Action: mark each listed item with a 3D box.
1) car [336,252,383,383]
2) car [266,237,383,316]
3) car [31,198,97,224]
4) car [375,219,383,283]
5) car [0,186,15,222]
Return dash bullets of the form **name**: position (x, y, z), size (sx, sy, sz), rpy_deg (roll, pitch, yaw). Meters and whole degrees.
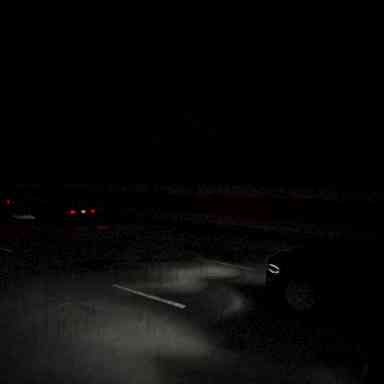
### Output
- **car**: position (3.524, 1.551, 1.563), size (4.902, 1.511, 2.128), rpy_deg (2, 1, 35)
- **car**: position (3.763, 1.476, 5.687), size (5.008, 1.535, 1.882), rpy_deg (2, 1, 36)
- **car**: position (-7.723, 1.054, 19.832), size (5.357, 1.411, 2.033), rpy_deg (2, 1, 44)
- **car**: position (7.008, 1.567, 7.661), size (4.674, 1.442, 1.812), rpy_deg (2, 1, 35)
- **car**: position (-12.208, 0.631, 19.344), size (5.566, 2.045, 2.150), rpy_deg (2, 1, 44)
